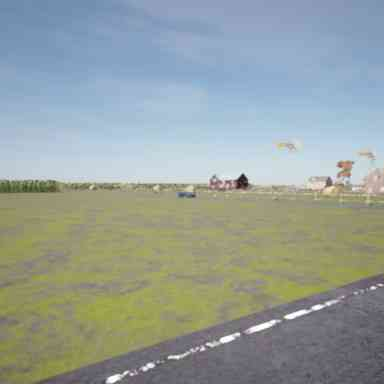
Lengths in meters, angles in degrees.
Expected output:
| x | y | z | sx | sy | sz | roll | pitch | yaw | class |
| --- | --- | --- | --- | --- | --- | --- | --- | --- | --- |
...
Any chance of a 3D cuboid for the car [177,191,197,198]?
| x | y | z | sx | sy | sz | roll | pitch | yaw | class |
| --- | --- | --- | --- | --- | --- | --- | --- | --- | --- |
| -0.967 | 0.407 | 62.559 | 1.994 | 1.385 | 4.181 | 0 | 1 | -36 | car |
